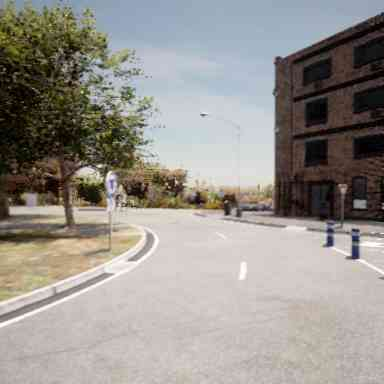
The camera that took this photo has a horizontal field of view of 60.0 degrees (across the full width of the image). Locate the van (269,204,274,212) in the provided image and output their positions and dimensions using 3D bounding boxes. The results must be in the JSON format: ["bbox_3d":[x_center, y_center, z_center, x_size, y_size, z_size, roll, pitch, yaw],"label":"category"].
[{"bbox_3d":[14.137,3.004,65.155,1.878,1.987,4.442,0,-3,24],"label":"van"}]

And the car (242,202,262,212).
[{"bbox_3d":[9.583,2.644,55.026,2.002,1.452,4.674,2,-2,24],"label":"car"}]

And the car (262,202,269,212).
[{"bbox_3d":[11.826,2.943,60.035,2.163,1.488,4.792,0,-3,24],"label":"car"}]

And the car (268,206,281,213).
[{"bbox_3d":[18.621,3.886,75.089,2.002,1.452,4.674,0,-3,24],"label":"car"}]
